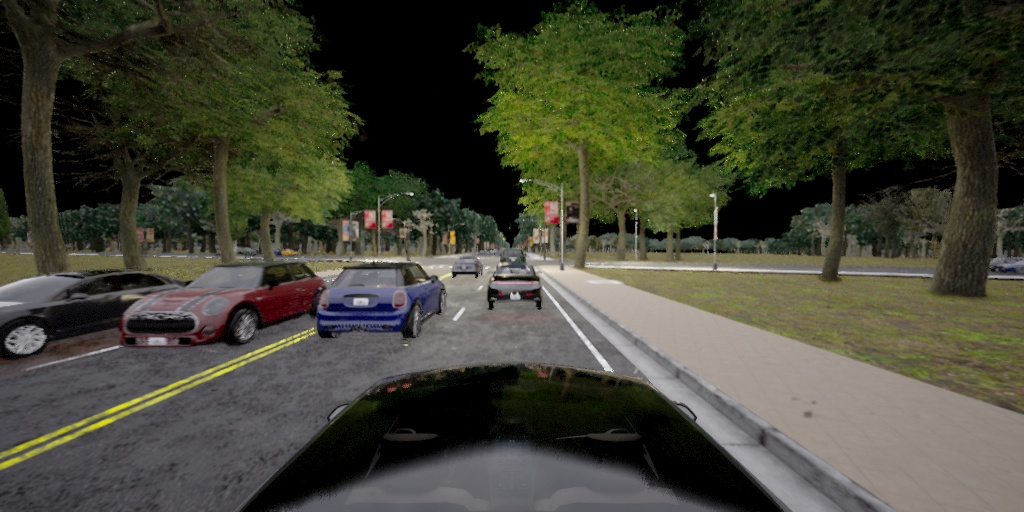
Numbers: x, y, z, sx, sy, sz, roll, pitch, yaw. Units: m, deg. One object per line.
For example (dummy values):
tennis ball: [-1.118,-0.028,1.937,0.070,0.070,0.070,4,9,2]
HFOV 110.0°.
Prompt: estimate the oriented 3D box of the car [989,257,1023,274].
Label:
car: [49.441,1.004,33.700,5.357,1.411,2.033,1,2,23]

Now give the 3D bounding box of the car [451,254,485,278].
car: [-3.151,0.776,25.970,2.033,1.411,5.357,0,1,0]

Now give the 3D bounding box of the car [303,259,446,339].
car: [-3.150,0.929,9.601,2.097,1.767,4.553,0,1,0]

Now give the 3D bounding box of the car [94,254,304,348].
car: [-6.599,0.945,8.897,2.097,1.767,4.553,0,1,0]

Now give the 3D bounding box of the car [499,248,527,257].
car: [0.099,0.353,30.524,2.150,2.045,5.566,0,1,0]

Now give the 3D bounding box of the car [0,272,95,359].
car: [-9.850,1.115,8.074,1.837,1.490,4.892,0,1,0]

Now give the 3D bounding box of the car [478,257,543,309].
car: [0.099,0.987,13.484,2.128,1.511,4.902,0,1,0]
